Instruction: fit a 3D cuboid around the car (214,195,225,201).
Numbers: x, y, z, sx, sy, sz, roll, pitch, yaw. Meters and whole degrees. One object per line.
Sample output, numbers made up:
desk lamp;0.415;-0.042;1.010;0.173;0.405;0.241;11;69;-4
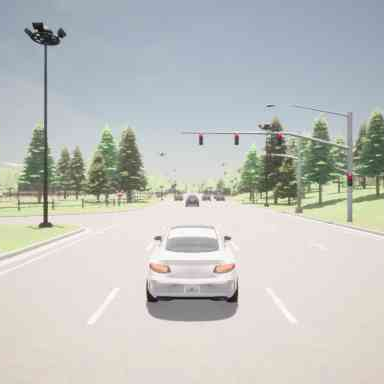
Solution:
car;7.119;1.517;82.612;2.128;1.511;4.902;0;0;0

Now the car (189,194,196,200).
car;0.134;1.332;93.042;1.837;1.490;4.892;0;0;0

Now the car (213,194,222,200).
car;7.134;1.385;93.032;1.994;1.385;4.181;0;0;0

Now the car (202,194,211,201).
car;3.620;1.348;83.004;2.097;1.767;4.553;0;0;0

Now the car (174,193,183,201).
car;-3.380;1.544;83.010;1.994;1.385;4.181;0;0;0

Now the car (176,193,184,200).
car;-3.366;1.187;93.017;2.097;1.767;4.553;0;0;0

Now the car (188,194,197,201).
car;0.120;1.348;83.009;2.097;1.767;4.553;0;0;0

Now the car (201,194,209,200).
car;3.634;1.372;93.037;2.033;1.411;5.357;0;0;0

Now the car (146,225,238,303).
car;0.018;1.526;8.106;1.812;1.442;4.674;0;0;0

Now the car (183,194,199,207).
car;0.075;1.352;51.979;2.097;1.767;4.553;0;0;0
